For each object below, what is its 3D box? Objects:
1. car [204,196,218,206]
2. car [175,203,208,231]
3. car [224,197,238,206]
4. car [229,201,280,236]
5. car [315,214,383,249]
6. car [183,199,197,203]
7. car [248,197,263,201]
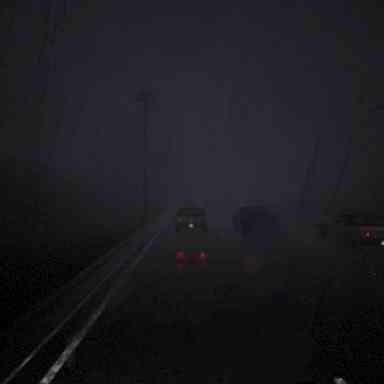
[{"bbox_3d":[3.111,1.426,55.508,2.097,1.767,4.553,0,0,-1],"label":"car"},{"bbox_3d":[-0.057,1.632,21.000,1.895,1.301,4.718,0,0,-1],"label":"car"},{"bbox_3d":[6.603,1.542,56.364,1.882,1.535,5.008,0,0,-1],"label":"car"},{"bbox_3d":[3.485,1.495,18.765,1.882,1.535,5.008,0,0,-1],"label":"car"},{"bbox_3d":[7.084,1.602,14.534,1.895,1.301,4.718,0,0,-1],"label":"car"},{"bbox_3d":[-0.276,1.630,43.768,1.994,1.385,4.181,0,0,-1],"label":"car"},{"bbox_3d":[10.131,1.553,53.349,1.837,1.490,4.892,0,0,-1],"label":"car"}]
